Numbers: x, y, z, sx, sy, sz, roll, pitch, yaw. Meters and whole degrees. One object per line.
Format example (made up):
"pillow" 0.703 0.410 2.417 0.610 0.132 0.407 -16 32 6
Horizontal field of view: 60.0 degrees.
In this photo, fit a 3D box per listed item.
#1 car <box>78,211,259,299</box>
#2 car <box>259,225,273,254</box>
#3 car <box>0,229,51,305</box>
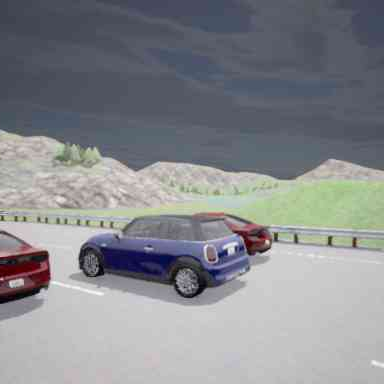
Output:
"car" -0.884 1.350 8.670 4.553 1.767 2.097 0 0 34
"car" 0.359 1.469 12.058 5.008 1.535 1.882 0 0 33
"car" -5.225 1.496 7.350 5.008 1.535 1.882 0 0 33
